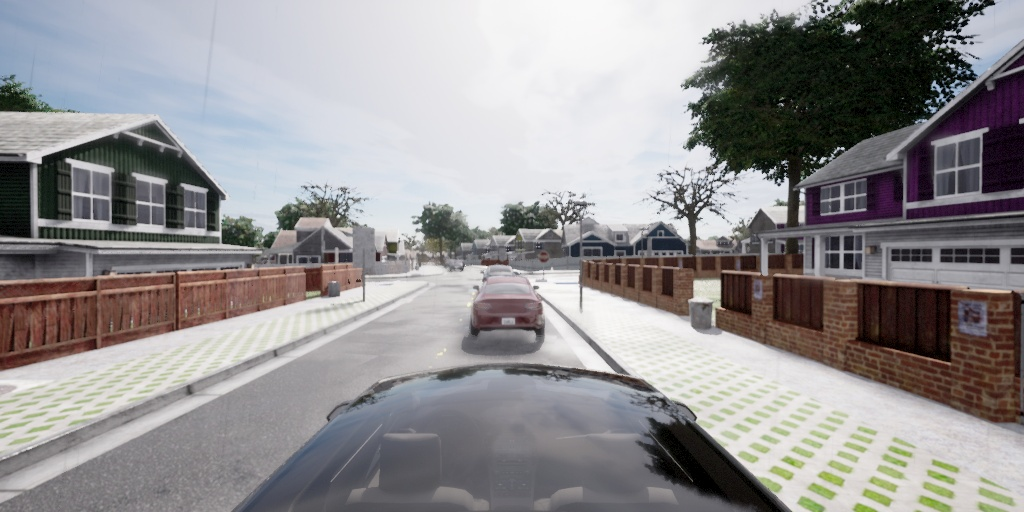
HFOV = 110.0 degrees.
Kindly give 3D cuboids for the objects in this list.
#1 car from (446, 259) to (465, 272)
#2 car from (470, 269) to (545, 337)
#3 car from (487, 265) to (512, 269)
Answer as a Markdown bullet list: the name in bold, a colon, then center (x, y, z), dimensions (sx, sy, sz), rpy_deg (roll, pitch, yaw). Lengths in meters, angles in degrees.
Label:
- **car**: center (-7.628, 1.376, 49.343), dimensions (2.128, 1.511, 4.902), rpy_deg (0, 0, -11)
- **car**: center (-0.153, 1.275, 10.230), dimensions (1.812, 1.442, 4.674), rpy_deg (0, 0, -2)
- **car**: center (-0.716, 1.262, 20.180), dimensions (1.837, 1.490, 4.892), rpy_deg (0, 0, -4)
